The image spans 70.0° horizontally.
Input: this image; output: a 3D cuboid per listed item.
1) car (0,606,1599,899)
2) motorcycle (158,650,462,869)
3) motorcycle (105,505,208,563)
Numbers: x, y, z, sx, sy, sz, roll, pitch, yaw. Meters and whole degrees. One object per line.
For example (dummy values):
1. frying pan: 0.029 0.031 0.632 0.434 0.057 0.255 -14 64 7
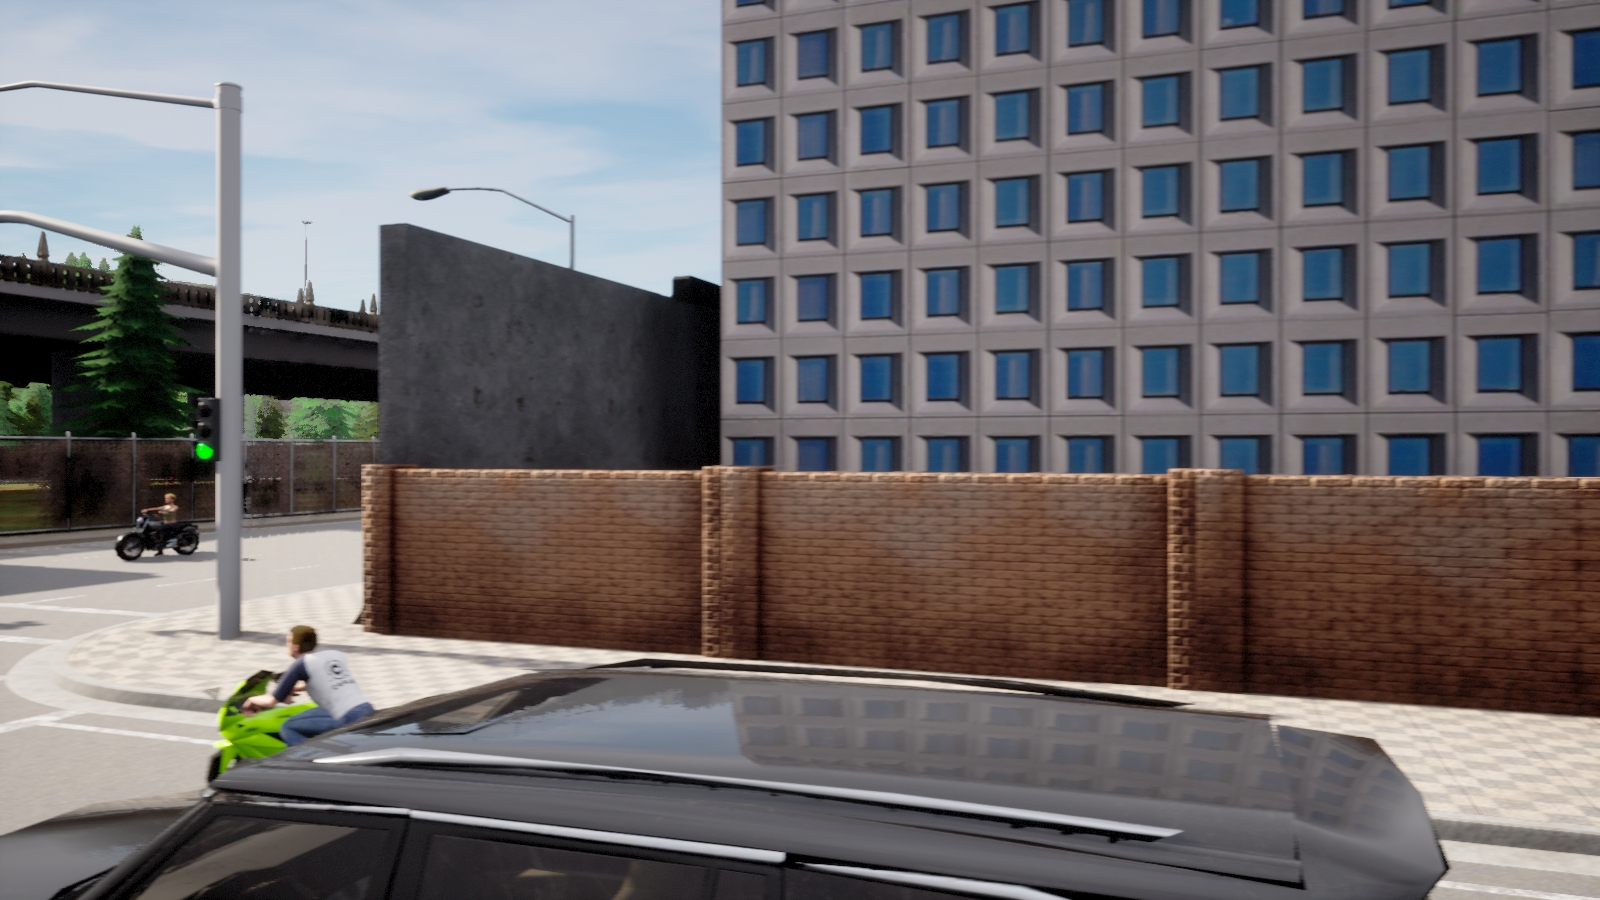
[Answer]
1. car: -0.759 1.779 3.576 5.566 2.045 2.150 0 0 20
2. motorcycle: -3.567 2.186 8.322 2.033 1.199 0.803 0 0 20
3. motorcycle: -16.321 2.112 29.064 0.764 1.277 2.356 0 0 20
